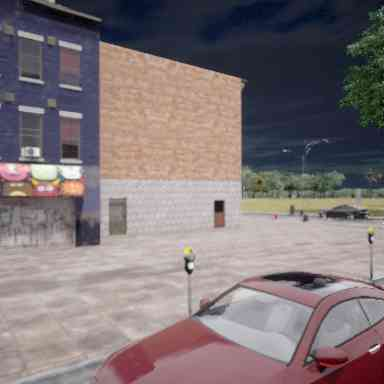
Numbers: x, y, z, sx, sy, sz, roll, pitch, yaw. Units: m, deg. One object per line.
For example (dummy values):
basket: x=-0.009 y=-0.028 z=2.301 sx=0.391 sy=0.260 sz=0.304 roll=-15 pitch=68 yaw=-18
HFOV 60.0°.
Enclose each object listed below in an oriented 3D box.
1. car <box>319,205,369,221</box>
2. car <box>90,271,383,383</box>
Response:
car: x=15.227 y=2.066 z=33.651 sx=1.837 sy=1.490 sz=4.892 roll=0 pitch=-1 yaw=-35
car: x=1.030 y=1.603 z=3.556 sx=4.206 sy=1.307 sz=1.802 roll=1 pitch=-1 yaw=-35
